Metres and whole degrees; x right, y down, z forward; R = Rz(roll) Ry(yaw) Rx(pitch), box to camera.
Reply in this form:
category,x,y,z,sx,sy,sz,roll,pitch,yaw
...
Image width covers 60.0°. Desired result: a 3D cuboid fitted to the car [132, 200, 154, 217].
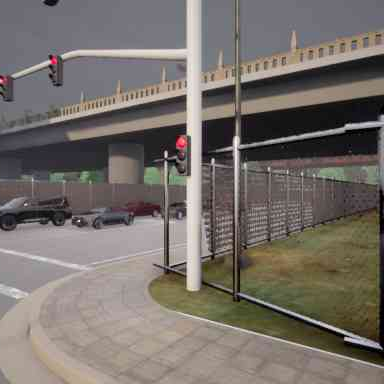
category,x,y,z,sx,sy,sz,roll,pitch,yaw
car,-4.901,1.533,29.630,1.882,1.535,5.008,0,0,35

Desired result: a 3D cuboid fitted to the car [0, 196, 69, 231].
category,x,y,z,sx,sy,sz,roll,pitch,yaw
car,-10.576,1.277,21.628,2.150,2.045,5.566,0,0,36

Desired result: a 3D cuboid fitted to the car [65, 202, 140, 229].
category,x,y,z,sx,sy,sz,roll,pitch,yaw
car,-5.857,1.619,22.224,1.994,1.385,4.181,0,0,35
